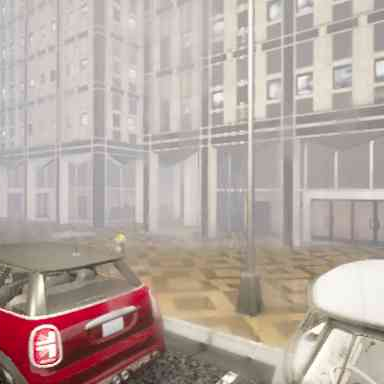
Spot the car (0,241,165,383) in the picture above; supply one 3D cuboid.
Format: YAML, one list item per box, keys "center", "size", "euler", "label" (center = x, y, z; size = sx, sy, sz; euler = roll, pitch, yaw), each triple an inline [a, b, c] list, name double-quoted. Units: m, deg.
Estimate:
- center: [-2.401, 1.412, 4.587]
  size: [4.097, 1.590, 1.967]
  euler: [0, 0, 35]
  label: "car"

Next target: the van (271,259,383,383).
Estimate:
- center: [2.235, 1.349, 1.285]
  size: [3.998, 1.788, 1.690]
  euler: [0, 0, 35]
  label: "van"
